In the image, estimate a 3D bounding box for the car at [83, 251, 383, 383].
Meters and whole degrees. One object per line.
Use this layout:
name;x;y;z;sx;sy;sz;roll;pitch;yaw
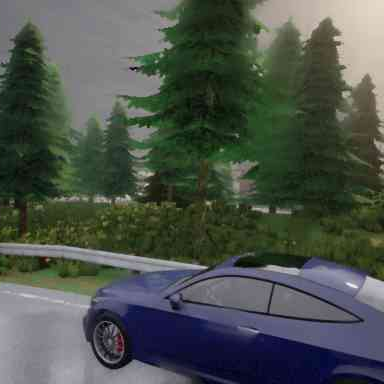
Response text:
car;0.752;1.499;4.100;4.674;1.442;1.812;1;1;31
